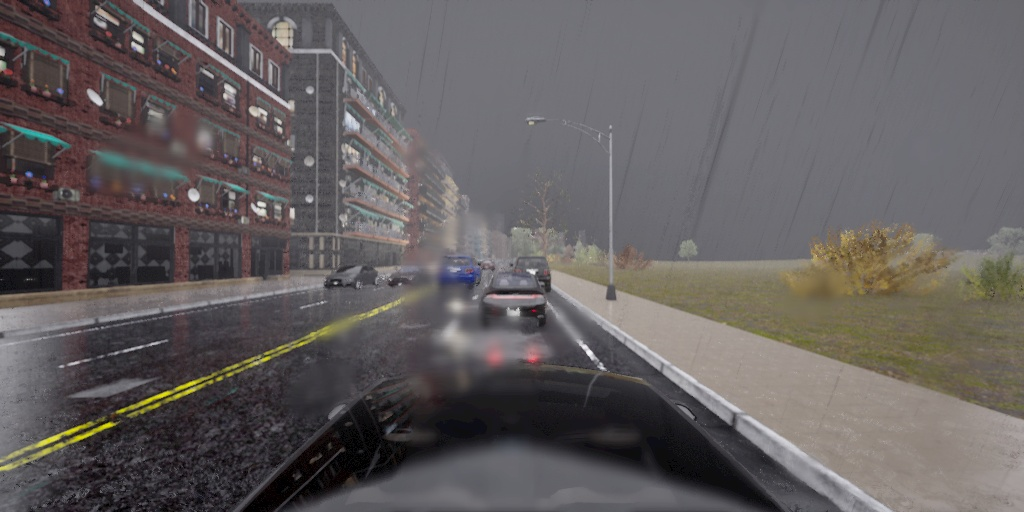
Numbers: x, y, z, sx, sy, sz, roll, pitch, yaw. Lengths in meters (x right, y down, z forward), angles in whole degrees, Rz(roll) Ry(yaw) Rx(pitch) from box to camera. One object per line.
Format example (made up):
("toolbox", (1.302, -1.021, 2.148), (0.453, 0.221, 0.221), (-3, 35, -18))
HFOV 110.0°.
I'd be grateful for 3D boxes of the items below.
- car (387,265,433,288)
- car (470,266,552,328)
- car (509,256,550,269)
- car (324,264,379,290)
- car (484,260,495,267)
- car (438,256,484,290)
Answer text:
("car", (-6.698, 1.327, 24.154), (2.033, 1.411, 5.357), (0, 0, 0))
("car", (0.061, 1.254, 11.447), (2.128, 1.511, 4.902), (0, 0, 0))
("car", (1.054, 1.001, 21.364), (2.150, 2.045, 5.566), (0, 0, 0))
("car", (-9.940, 1.282, 22.614), (1.837, 1.490, 4.892), (0, 0, 0))
("car", (-3.361, 1.335, 50.095), (1.812, 1.442, 4.674), (0, 0, 0))
("car", (-3.240, 0.999, 22.927), (2.150, 2.045, 5.566), (0, 0, 0))
